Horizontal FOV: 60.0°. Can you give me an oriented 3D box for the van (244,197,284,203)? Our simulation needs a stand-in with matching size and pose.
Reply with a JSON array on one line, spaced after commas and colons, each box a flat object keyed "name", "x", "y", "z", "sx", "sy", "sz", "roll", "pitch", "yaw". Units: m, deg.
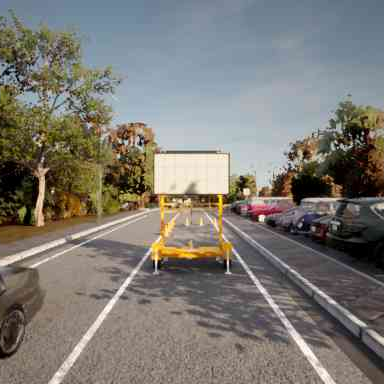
[{"name": "van", "x": 7.214, "y": 1.460, "z": 29.679, "sx": 4.442, "sy": 1.987, "sz": 1.878, "roll": 0, "pitch": -1, "yaw": 0}]

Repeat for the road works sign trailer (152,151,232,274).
[{"name": "road works sign trailer", "x": -0.018, "y": 0.492, "z": 10.607, "sx": 2.380, "sy": 3.560, "sz": 2.880, "roll": 0, "pitch": 0, "yaw": -1}]

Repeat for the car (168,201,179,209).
[{"name": "car", "x": -3.192, "y": 2.258, "z": 57.867, "sx": 2.128, "sy": 1.511, "sz": 4.902, "roll": 0, "pitch": -2, "yaw": 0}]

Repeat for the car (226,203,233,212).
[{"name": "car", "x": 7.084, "y": 1.541, "z": 38.007, "sx": 5.566, "sy": 2.045, "sz": 2.435, "roll": 0, "pitch": -1, "yaw": 0}]

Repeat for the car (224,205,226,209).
[{"name": "car", "x": 7.129, "y": 1.874, "z": 43.551, "sx": 5.008, "sy": 1.535, "sz": 2.097, "roll": 0, "pitch": -1, "yaw": 0}]

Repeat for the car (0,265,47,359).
[{"name": "car", "x": -3.350, "y": 1.551, "z": 3.250, "sx": 2.033, "sy": 1.411, "sz": 5.357, "roll": 0, "pitch": 0, "yaw": 0}]

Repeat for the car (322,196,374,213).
[{"name": "car", "x": 20.230, "y": 1.616, "z": 43.310, "sx": 5.566, "sy": 2.045, "sz": 2.435, "roll": 0, "pitch": -1, "yaw": 0}]

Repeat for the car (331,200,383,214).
[{"name": "car", "x": 20.012, "y": 1.823, "z": 40.538, "sx": 5.366, "sy": 1.575, "sz": 1.946, "roll": 0, "pitch": -1, "yaw": 0}]

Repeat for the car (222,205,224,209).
[{"name": "car", "x": 7.133, "y": 1.926, "z": 46.323, "sx": 4.892, "sy": 1.521, "sz": 2.231, "roll": 0, "pitch": -1, "yaw": 0}]

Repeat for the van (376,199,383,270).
[{"name": "van", "x": 6.941, "y": 1.234, "z": 7.487, "sx": 4.442, "sy": 1.987, "sz": 1.878, "roll": 0, "pitch": 0, "yaw": 0}]

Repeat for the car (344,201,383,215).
[{"name": "car", "x": 20.185, "y": 1.789, "z": 37.771, "sx": 4.892, "sy": 1.521, "sz": 2.231, "roll": 0, "pitch": -1, "yaw": 0}]

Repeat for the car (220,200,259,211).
[{"name": "car", "x": 6.947, "y": 1.981, "z": 49.092, "sx": 5.366, "sy": 1.575, "sz": 1.946, "roll": 0, "pitch": -1, "yaw": 0}]

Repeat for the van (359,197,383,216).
[{"name": "van", "x": 20.304, "y": 1.527, "z": 35.003, "sx": 4.442, "sy": 1.987, "sz": 1.878, "roll": 0, "pitch": -1, "yaw": 0}]

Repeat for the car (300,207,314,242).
[{"name": "car", "x": 7.097, "y": 1.501, "z": 13.014, "sx": 4.792, "sy": 1.488, "sz": 2.163, "roll": 0, "pitch": 0, "yaw": 0}]

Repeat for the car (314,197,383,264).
[{"name": "car", "x": 7.091, "y": 1.200, "z": 10.263, "sx": 5.566, "sy": 2.045, "sz": 2.435, "roll": 0, "pitch": 0, "yaw": 0}]

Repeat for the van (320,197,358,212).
[{"name": "van", "x": 20.324, "y": 1.695, "z": 46.201, "sx": 4.442, "sy": 1.987, "sz": 1.878, "roll": 0, "pitch": -1, "yaw": 0}]

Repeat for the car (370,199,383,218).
[{"name": "car", "x": 20.151, "y": 1.591, "z": 32.232, "sx": 4.553, "sy": 1.767, "sz": 2.185, "roll": 0, "pitch": -1, "yaw": 0}]

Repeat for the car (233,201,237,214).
[{"name": "car", "x": 7.137, "y": 1.786, "z": 35.227, "sx": 4.792, "sy": 1.488, "sz": 2.163, "roll": 0, "pitch": -1, "yaw": 0}]

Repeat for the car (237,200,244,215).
[{"name": "car", "x": 7.105, "y": 1.761, "z": 32.451, "sx": 4.674, "sy": 1.452, "sz": 2.002, "roll": 0, "pitch": -1, "yaw": 0}]

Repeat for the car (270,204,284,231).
[{"name": "car", "x": 7.081, "y": 1.583, "z": 18.571, "sx": 4.674, "sy": 1.452, "sz": 2.002, "roll": 0, "pitch": -1, "yaw": 0}]

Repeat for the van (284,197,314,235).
[{"name": "van", "x": 6.956, "y": 1.281, "z": 15.799, "sx": 4.442, "sy": 1.987, "sz": 1.878, "roll": 0, "pitch": -1, "yaw": 0}]

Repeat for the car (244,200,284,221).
[{"name": "car", "x": 7.098, "y": 1.650, "z": 26.900, "sx": 5.008, "sy": 1.535, "sz": 2.097, "roll": 0, "pitch": -1, "yaw": 0}]

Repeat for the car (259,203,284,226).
[{"name": "car", "x": 7.053, "y": 1.608, "z": 21.349, "sx": 4.792, "sy": 1.488, "sz": 2.163, "roll": 0, "pitch": -1, "yaw": 0}]
